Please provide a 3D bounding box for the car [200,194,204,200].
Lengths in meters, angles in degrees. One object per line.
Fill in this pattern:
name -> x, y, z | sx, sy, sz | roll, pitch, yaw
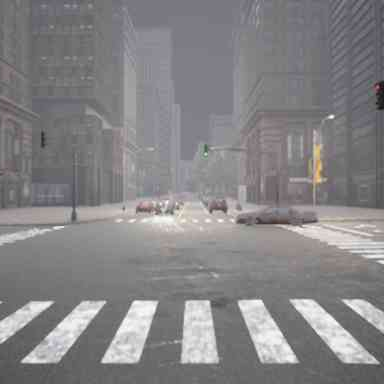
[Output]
car -> 3.226, 1.759, 72.330 | 1.967, 1.590, 4.097 | 1, 0, 0

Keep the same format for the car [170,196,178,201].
car -> -5.162, 1.886, 94.540 | 1.947, 1.339, 4.313 | 1, 0, 0

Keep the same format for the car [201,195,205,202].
car -> 3.157, 1.824, 61.417 | 1.752, 1.417, 4.829 | 1, 0, 0

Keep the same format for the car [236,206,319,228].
car -> 5.753, 1.660, 22.752 | 5.357, 1.411, 2.033 | -1, 0, 14

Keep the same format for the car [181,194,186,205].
car -> -2.650, 1.649, 61.369 | 2.097, 1.767, 4.553 | 0, 0, 1

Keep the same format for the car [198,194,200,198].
car -> 3.329, 1.890, 88.953 | 1.947, 1.339, 4.313 | 1, 0, 0

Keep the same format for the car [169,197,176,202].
car -> -5.197, 1.906, 89.000 | 1.802, 1.307, 4.206 | 1, 0, 0

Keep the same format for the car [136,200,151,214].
car -> -5.508, 1.761, 39.135 | 1.887, 1.381, 4.507 | 0, 0, 0

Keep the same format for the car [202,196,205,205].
car -> 3.121, 1.848, 55.706 | 1.947, 1.339, 4.313 | 1, 0, 0

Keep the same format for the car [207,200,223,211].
car -> 3.051, 1.785, 44.624 | 1.887, 1.381, 4.507 | 0, 0, 0

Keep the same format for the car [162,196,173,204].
car -> -5.299, 1.759, 72.378 | 1.967, 1.590, 4.097 | 1, 0, 0

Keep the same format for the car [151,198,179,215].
car -> -2.856, 1.695, 36.166 | 2.128, 1.511, 4.902 | 0, 0, 1

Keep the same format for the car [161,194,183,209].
car -> -2.790, 1.598, 46.176 | 2.097, 1.767, 4.553 | 0, 0, 1

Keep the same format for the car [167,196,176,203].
car -> -5.230, 1.766, 83.459 | 1.967, 1.590, 4.097 | 1, 0, 0

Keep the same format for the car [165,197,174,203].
car -> -5.267, 1.850, 77.749 | 1.752, 1.417, 4.829 | 1, 0, 0

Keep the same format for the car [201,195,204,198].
car -> 3.190, 1.892, 66.788 | 1.802, 1.307, 4.206 | 1, 0, 0

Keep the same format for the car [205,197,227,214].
car -> 3.019, 1.531, 39.085 | 2.192, 1.841, 5.009 | 0, 0, 0

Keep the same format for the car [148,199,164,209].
car -> -5.439, 1.807, 50.215 | 1.887, 1.381, 4.507 | 0, 0, 0
